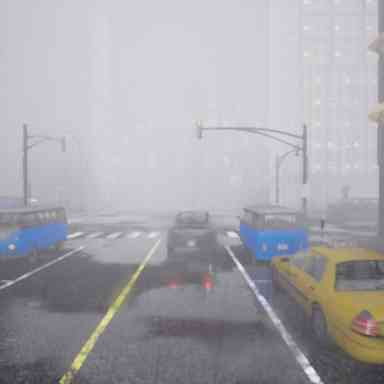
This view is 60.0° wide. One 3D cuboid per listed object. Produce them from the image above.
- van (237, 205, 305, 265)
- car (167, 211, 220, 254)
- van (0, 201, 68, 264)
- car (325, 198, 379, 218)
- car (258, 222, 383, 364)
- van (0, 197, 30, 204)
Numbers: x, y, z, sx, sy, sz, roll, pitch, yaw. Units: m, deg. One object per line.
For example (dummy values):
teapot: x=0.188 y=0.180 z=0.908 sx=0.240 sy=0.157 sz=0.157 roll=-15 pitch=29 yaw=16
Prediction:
van: x=2.643 y=1.381 z=11.563 sx=1.690 sy=1.788 sz=3.998 roll=-1 pitch=0 yaw=0
car: x=0.110 y=1.540 z=13.604 sx=2.128 sy=1.511 sz=4.902 roll=0 pitch=0 yaw=3
van: x=-5.738 y=1.381 z=11.568 sx=1.690 sy=1.788 sz=3.998 roll=-1 pitch=0 yaw=0
car: x=15.148 y=1.451 z=30.930 sx=5.009 sy=1.841 sz=2.192 roll=0 pitch=0 yaw=0
car: x=2.661 y=1.547 z=6.131 sx=1.752 sy=1.417 sz=4.829 roll=-1 pitch=0 yaw=0
van: x=-17.242 y=1.315 z=31.030 sx=3.998 sy=1.788 sz=1.690 roll=0 pitch=0 yaw=0
